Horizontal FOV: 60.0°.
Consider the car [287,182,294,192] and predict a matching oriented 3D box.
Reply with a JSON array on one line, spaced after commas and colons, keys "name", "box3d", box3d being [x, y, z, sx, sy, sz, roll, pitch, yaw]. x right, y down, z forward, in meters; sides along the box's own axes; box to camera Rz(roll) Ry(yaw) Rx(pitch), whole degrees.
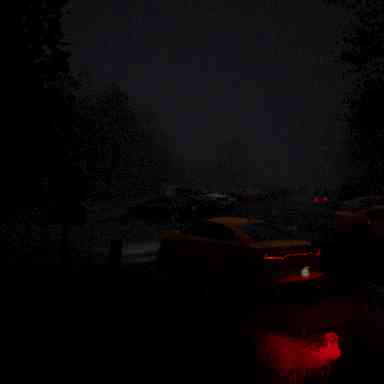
[{"name": "car", "box3d": [15.227, -0.514, 59.958, 4.792, 1.488, 2.163, 1, 2, 24]}]

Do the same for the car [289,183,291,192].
[{"name": "car", "box3d": [14.076, -0.425, 57.433, 4.792, 1.488, 2.163, 1, 2, 24]}]

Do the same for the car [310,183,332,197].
[{"name": "car", "box3d": [18.432, -0.074, 47.291, 2.128, 1.511, 4.902, 1, 2, 24]}]

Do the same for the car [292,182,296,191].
[{"name": "car", "box3d": [16.235, -0.639, 62.547, 5.366, 1.575, 1.946, 1, 2, 24]}]

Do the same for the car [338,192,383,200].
[{"name": "car", "box3d": [9.985, 1.081, 16.765, 4.553, 1.767, 2.185, 1, 3, 24]}]

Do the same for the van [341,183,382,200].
[{"name": "van", "box3d": [21.275, -0.112, 41.871, 4.442, 1.987, 1.878, 1, 2, 24]}]

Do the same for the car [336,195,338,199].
[{"name": "car", "box3d": [11.026, 1.126, 19.203, 4.792, 1.488, 2.163, 1, 3, 24]}]

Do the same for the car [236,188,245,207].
[{"name": "car", "box3d": [1.621, 0.664, 29.583, 5.366, 1.575, 1.946, 1, 3, 24]}]

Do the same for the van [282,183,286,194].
[{"name": "van", "box3d": [11.909, -0.499, 52.313, 4.442, 1.987, 1.878, 1, 2, 24]}]

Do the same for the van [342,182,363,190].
[{"name": "van", "box3d": [38.549, -1.460, 79.803, 4.442, 1.987, 1.878, 1, 2, 24]}]

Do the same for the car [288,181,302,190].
[{"name": "car", "box3d": [19.686, -0.907, 70.121, 5.366, 1.575, 1.946, 1, 2, 24]}]

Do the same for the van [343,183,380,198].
[{"name": "van", "box3d": [23.782, -0.291, 46.831, 4.442, 1.987, 1.878, 1, 2, 24]}]

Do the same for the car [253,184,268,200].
[{"name": "car", "box3d": [5.936, 0.201, 39.942, 5.366, 1.575, 1.946, 1, 3, 24]}]

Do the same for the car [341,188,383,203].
[{"name": "car", "box3d": [19.166, 0.337, 36.921, 4.792, 1.488, 2.163, 1, 3, 24]}]

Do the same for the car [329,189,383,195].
[{"name": "car", "box3d": [13.180, 0.865, 24.303, 5.366, 1.575, 1.946, 1, 3, 24]}]

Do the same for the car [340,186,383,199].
[{"name": "car", "box3d": [22.533, 0.022, 44.366, 5.008, 1.535, 2.097, 1, 2, 24]}]

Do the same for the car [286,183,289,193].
[{"name": "car", "box3d": [12.926, -0.335, 54.908, 4.792, 1.488, 2.163, 1, 2, 24]}]

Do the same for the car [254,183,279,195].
[{"name": "car", "box3d": [9.531, -0.218, 47.305, 4.553, 1.767, 2.185, 1, 2, 24]}]

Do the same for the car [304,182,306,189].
[{"name": "car", "box3d": [23.302, -1.170, 77.622, 5.008, 1.535, 2.097, 1, 2, 24]}]

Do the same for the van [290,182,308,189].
[{"name": "van", "box3d": [28.946, -1.771, 90.273, 4.442, 1.987, 1.878, 1, 1, 24]}]

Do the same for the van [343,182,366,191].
[{"name": "van", "box3d": [36.462, -1.278, 74.660, 4.442, 1.987, 1.878, 1, 2, 24]}]

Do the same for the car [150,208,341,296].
[{"name": "car", "box3d": [0.899, 1.380, 8.501, 1.882, 1.535, 5.008, 2, -1, -31]}]

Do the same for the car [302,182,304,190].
[{"name": "car", "box3d": [22.128, -1.207, 75.103, 4.553, 1.767, 2.185, 1, 2, 24]}]

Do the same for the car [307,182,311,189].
[{"name": "car", "box3d": [26.784, -1.689, 85.174, 5.566, 2.045, 2.435, 1, 2, 24]}]

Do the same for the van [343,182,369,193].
[{"name": "van", "box3d": [31.870, -0.920, 64.582, 4.442, 1.987, 1.878, 1, 2, 24]}]

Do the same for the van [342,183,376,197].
[{"name": "van", "box3d": [24.718, -0.384, 49.447, 4.442, 1.987, 1.878, 1, 2, 24]}]

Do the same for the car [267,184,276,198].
[{"name": "car", "box3d": [7.372, 0.104, 42.201, 5.366, 1.575, 1.946, 1, 3, 24]}]

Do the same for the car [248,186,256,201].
[{"name": "car", "box3d": [3.585, 0.431, 34.784, 5.366, 1.575, 1.946, 1, 3, 24]}]

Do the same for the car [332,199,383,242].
[{"name": "car", "box3d": [8.803, 1.319, 14.266, 5.008, 1.535, 2.097, 1, 3, 24]}]

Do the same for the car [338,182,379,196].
[{"name": "car", "box3d": [25.946, -0.497, 51.928, 5.566, 2.045, 2.435, 1, 2, 24]}]

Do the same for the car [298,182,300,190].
[{"name": "car", "box3d": [18.699, -0.811, 67.522, 4.892, 1.521, 2.231, 1, 2, 24]}]

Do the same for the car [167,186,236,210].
[{"name": "car", "box3d": [0.327, 0.527, 27.113, 5.566, 2.045, 2.435, 1, 3, 24]}]

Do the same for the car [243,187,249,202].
[{"name": "car", "box3d": [2.609, 0.552, 32.181, 4.892, 1.521, 2.231, 1, 3, 24]}]

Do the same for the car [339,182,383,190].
[{"name": "car", "box3d": [15.670, 0.393, 29.240, 5.566, 2.045, 2.435, 1, 3, 24]}]

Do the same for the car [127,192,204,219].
[{"name": "car", "box3d": [-2.025, 1.034, 22.101, 4.792, 1.488, 2.163, 1, 3, 24]}]

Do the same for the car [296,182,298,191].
[{"name": "car", "box3d": [17.560, -0.721, 64.992, 4.892, 1.521, 2.231, 1, 2, 24]}]

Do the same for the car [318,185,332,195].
[{"name": "car", "box3d": [22.699, -0.421, 56.656, 1.882, 1.535, 5.008, 1, 2, 24]}]

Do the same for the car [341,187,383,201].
[{"name": "car", "box3d": [20.260, 0.240, 39.321, 4.792, 1.488, 2.163, 1, 2, 24]}]

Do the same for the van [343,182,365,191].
[{"name": "van", "box3d": [37.558, -1.363, 77.066, 4.442, 1.987, 1.878, 1, 2, 24]}]

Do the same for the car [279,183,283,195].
[{"name": "car", "box3d": [10.678, -0.155, 49.833, 4.792, 1.488, 2.163, 1, 2, 24]}]

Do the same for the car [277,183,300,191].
[{"name": "car", "box3d": [20.977, -1.117, 72.578, 4.553, 1.767, 2.185, 1, 2, 24]}]

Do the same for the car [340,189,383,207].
[{"name": "car", "box3d": [16.766, 0.559, 31.794, 4.792, 1.488, 2.163, 1, 3, 24]}]

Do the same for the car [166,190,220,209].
[{"name": "car", "box3d": [-0.843, 0.891, 24.609, 5.008, 1.535, 2.097, 1, 3, 24]}]

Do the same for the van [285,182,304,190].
[{"name": "van", "box3d": [25.502, -1.577, 82.710, 4.442, 1.987, 1.878, 1, 2, 24]}]
